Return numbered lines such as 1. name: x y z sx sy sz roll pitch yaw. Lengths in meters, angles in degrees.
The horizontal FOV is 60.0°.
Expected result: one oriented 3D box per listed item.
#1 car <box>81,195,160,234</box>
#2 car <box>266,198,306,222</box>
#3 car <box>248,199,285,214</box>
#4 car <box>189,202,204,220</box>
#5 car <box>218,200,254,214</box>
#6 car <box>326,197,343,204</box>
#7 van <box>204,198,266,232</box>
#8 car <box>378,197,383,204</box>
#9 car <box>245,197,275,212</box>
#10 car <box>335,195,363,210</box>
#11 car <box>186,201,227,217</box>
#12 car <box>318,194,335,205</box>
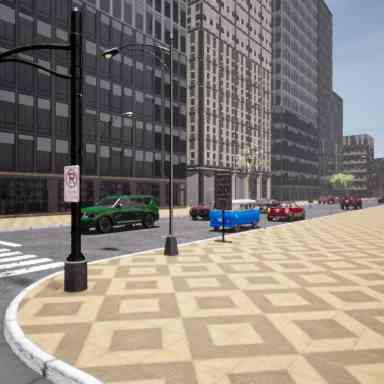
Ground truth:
1. car: -4.399 1.238 20.035 2.150 2.045 5.566 0 0 39
2. car: 7.684 1.472 26.839 1.967 1.590 4.097 0 0 38
3. car: 8.206 1.523 36.337 2.128 1.511 4.902 0 0 38
4. car: 1.819 1.624 28.102 1.895 1.301 4.718 0 0 38
5. car: 4.858 1.571 36.064 1.887 1.381 4.507 0 0 38
6. car: 28.696 1.625 66.862 2.008 1.369 4.403 0 0 38
7. van: 2.704 1.368 20.224 1.690 1.788 3.998 0 0 38
8. car: 38.332 1.658 66.437 1.947 1.339 4.313 0 0 38
9. car: 8.263 1.471 40.463 1.967 1.590 4.097 0 0 38
10. car: 21.305 1.369 44.439 2.192 1.841 5.009 0 0 38
11. car: 1.452 1.604 31.663 1.802 1.307 4.206 0 0 38
12. car: 25.291 1.381 62.463 2.192 1.841 5.009 0 0 38
